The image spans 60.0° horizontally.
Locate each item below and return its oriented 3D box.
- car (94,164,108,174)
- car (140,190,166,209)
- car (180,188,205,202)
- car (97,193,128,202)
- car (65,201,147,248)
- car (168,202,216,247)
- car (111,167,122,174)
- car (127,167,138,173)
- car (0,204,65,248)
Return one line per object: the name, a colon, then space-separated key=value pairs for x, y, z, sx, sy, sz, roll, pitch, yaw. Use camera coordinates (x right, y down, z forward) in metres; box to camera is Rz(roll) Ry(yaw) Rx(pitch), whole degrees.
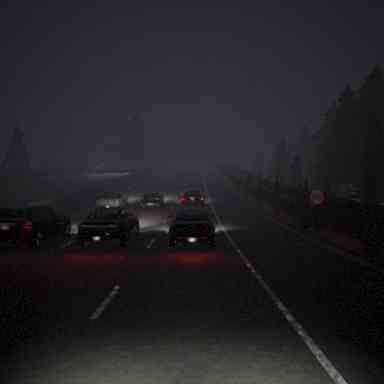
car: x=-20.698 y=-5.330 z=75.914 sx=2.150 sy=2.045 sz=5.566 roll=0 pitch=7 yaw=0
car: x=-3.447 y=0.584 z=29.564 sx=2.128 sy=1.511 sz=4.902 roll=0 pitch=5 yaw=0
car: x=0.052 y=0.453 z=29.501 sx=2.097 sy=1.767 sz=4.553 roll=0 pitch=5 yaw=0
car: x=-6.947 y=0.707 z=29.620 sx=1.895 sy=1.301 sz=4.718 roll=0 pitch=5 yaw=0
car: x=-3.501 y=1.427 z=14.633 sx=2.128 sy=1.511 sz=4.902 roll=0 pitch=1 yaw=0
car: x=-0.001 y=1.442 z=14.633 sx=1.837 sy=1.490 sz=4.892 roll=0 pitch=1 yaw=0
car: x=-17.197 y=-5.042 z=75.962 sx=1.812 sy=1.442 sz=4.674 roll=0 pitch=7 yaw=0
car: x=-13.692 y=-5.144 z=76.962 sx=1.994 sy=1.385 sz=4.181 roll=0 pitch=7 yaw=0
car: x=-7.001 y=1.302 z=14.600 sx=2.097 sy=1.767 sz=4.553 roll=0 pitch=1 yaw=0
